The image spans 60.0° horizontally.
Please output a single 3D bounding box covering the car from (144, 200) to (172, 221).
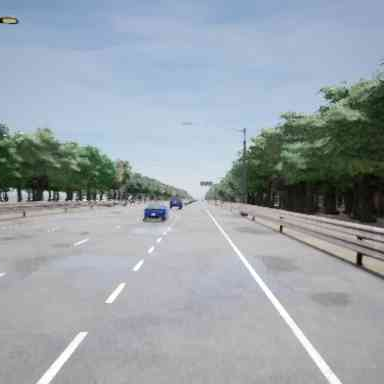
[{"bbox_3d":[-3.191,1.752,30.344,1.882,1.535,5.008,1,-1,1],"label":"car"}]

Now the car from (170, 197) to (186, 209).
[{"bbox_3d":[-2.779,1.978,58.281,2.150,2.045,5.566,1,-1,1],"label":"car"}]

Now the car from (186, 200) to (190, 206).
[{"bbox_3d":[-2.228,3.054,89.411,1.895,1.301,4.718,1,-1,1],"label":"car"}]
